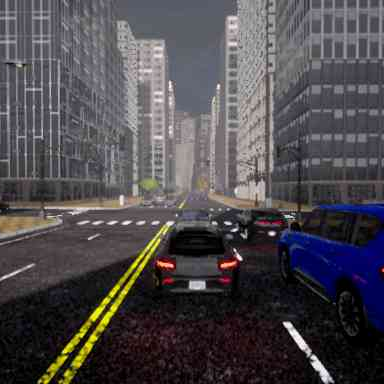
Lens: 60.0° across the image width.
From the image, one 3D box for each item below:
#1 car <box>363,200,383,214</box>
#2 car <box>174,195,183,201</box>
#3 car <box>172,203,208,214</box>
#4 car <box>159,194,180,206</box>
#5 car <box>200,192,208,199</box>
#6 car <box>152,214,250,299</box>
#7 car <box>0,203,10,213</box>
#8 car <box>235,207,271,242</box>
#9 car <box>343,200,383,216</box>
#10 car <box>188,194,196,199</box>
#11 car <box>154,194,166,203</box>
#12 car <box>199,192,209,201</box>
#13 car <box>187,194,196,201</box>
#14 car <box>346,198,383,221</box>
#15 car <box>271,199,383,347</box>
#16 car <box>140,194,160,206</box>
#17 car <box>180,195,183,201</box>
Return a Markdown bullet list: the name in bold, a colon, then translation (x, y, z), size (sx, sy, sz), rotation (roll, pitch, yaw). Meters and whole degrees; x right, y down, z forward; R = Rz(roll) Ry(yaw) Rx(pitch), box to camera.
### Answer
- **car**: translation (21.777, 1.616, 36.725), size (4.829, 1.417, 1.752), rotation (1, 0, 1)
- **car**: translation (-3.324, 1.407, 81.648), size (1.994, 1.385, 4.181), rotation (0, 0, 0)
- **car**: translation (0.086, 1.525, 17.583), size (2.033, 1.411, 5.357), rotation (0, 0, 0)
- **car**: translation (-3.386, 1.278, 51.179), size (2.097, 1.767, 4.553), rotation (0, 0, 0)
- **car**: translation (3.170, 0.902, 89.658), size (2.150, 2.045, 5.566), rotation (0, 0, 0)
- **car**: translation (0.092, 1.516, 8.309), size (1.812, 1.442, 4.674), rotation (0, 0, 0)
- **car**: translation (-19.927, 1.294, 31.585), size (5.008, 1.535, 1.882), rotation (1, 1, 1)
- **car**: translation (3.336, 1.484, 16.313), size (1.837, 1.490, 4.892), rotation (0, 0, 0)
- **car**: translation (18.441, 1.610, 34.180), size (4.892, 1.490, 1.837), rotation (0, 1, 1)
- **car**: translation (-0.080, 1.217, 89.627), size (2.033, 1.411, 5.357), rotation (0, 0, 0)
- **car**: translation (-6.563, 1.242, 69.195), size (2.097, 1.767, 4.553), rotation (0, 0, 0)
- **car**: translation (3.179, 1.385, 79.629), size (1.812, 1.442, 4.674), rotation (0, 0, 0)
- **car**: translation (-0.071, 1.385, 79.627), size (1.812, 1.442, 4.674), rotation (0, 0, 0)
- **car**: translation (16.176, 1.499, 28.434), size (5.009, 1.841, 2.192), rotation (1, 0, 1)
- **car**: translation (3.348, 1.214, 6.453), size (2.150, 2.045, 5.566), rotation (0, 0, 0)
- **car**: translation (-6.635, 1.278, 51.156), size (2.097, 1.767, 4.553), rotation (0, 0, 0)
- **car**: translation (-3.329, 1.443, 66.448), size (2.033, 1.411, 5.357), rotation (0, 0, 0)
